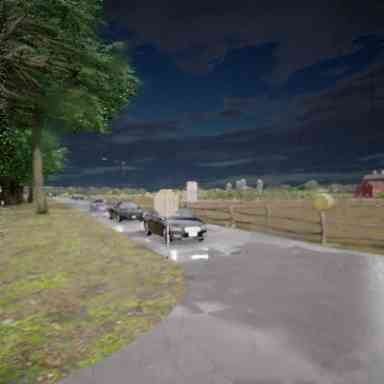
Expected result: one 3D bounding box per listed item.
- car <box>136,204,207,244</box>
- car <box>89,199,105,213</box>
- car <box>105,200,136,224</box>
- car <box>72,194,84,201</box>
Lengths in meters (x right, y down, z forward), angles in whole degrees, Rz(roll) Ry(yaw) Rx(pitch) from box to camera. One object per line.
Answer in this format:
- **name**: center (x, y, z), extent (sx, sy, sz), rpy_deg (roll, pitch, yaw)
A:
- **car**: center (-0.936, 1.490, 16.147), extent (2.128, 1.511, 4.902), rpy_deg (-1, 0, -24)
- **car**: center (-10.239, 1.480, 36.999), extent (1.812, 1.442, 4.674), rpy_deg (-1, 1, -23)
- **car**: center (-5.058, 1.446, 25.367), extent (1.882, 1.535, 5.008), rpy_deg (-1, 0, -24)
- **car**: center (-29.703, 1.501, 87.441), extent (1.882, 1.535, 5.008), rpy_deg (-1, 0, -24)
